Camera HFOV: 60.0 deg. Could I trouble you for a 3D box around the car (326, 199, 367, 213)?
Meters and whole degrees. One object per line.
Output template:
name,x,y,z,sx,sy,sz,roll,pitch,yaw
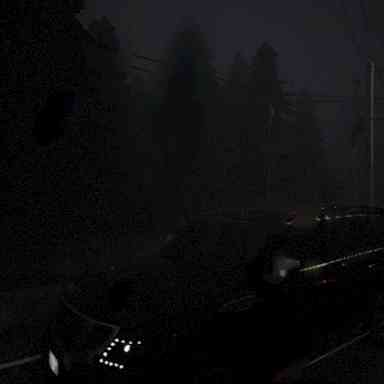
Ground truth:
car,17.351,1.564,37.541,1.994,1.385,4.181,0,0,-15

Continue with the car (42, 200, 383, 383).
car,0.969,1.221,4.684,5.566,2.045,2.150,0,0,-36

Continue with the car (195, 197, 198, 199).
car,-0.118,1.601,65.234,4.718,1.301,1.895,0,0,27
